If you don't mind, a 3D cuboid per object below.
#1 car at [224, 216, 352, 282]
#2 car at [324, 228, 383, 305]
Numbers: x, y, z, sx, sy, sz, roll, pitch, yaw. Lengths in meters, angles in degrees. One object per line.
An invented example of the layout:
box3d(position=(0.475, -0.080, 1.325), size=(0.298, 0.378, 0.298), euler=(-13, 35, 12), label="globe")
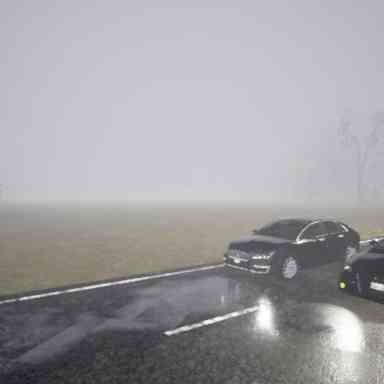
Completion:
box3d(position=(3.123, 1.512, 9.904), size=(4.892, 1.490, 1.837), euler=(0, 0, -35), label="car")
box3d(position=(5.067, 1.571, 7.300), size=(4.181, 1.385, 1.994), euler=(0, 0, -35), label="car")
